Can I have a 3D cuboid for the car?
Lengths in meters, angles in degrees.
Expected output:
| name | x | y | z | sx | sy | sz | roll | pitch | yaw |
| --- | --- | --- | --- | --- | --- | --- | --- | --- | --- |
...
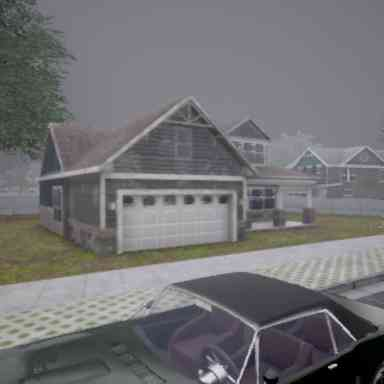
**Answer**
| name | x | y | z | sx | sy | sz | roll | pitch | yaw |
| --- | --- | --- | --- | --- | --- | --- | --- | --- | --- |
| car | 0.214 | 1.599 | 3.162 | 4.718 | 1.301 | 1.895 | 0 | 0 | -35 |
